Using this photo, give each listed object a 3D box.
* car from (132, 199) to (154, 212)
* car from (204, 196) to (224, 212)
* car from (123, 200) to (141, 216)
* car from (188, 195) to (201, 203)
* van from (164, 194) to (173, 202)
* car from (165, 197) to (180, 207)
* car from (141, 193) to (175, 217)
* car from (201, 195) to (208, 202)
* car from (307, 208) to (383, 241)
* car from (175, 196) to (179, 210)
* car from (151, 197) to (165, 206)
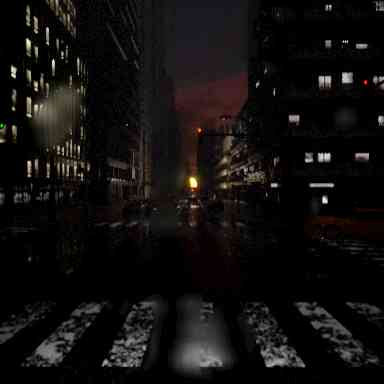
[{"bbox_3d":[-5.631,1.537,38.638,1.947,1.339,4.313,-1,0,0],"label":"car"},{"bbox_3d":[2.749,1.522,38.622,2.008,1.369,4.403,-1,0,0],"label":"car"},{"bbox_3d":[-5.642,1.500,32.814,1.752,1.417,4.829,-1,0,0],"label":"car"},{"bbox_3d":[0.192,1.454,70.928,2.128,1.511,4.902,0,0,0],"label":"car"},{"bbox_3d":[-5.558,1.285,78.221,1.690,1.788,3.998,-1,0,0],"label":"van"},{"bbox_3d":[-2.990,1.509,52.138,2.033,1.411,5.357,0,0,0],"label":"car"},{"bbox_3d":[-3.045,1.198,31.115,2.150,2.045,5.566,0,0,0],"label":"car"},{"bbox_3d":[2.813,1.388,72.550,1.967,1.590,4.097,-1,0,0],"label":"car"},{"bbox_3d":[8.178,1.512,16.000,5.008,1.535,1.882,1,1,7],"label":"car"},{"bbox_3d":[-3.017,1.190,41.593,2.150,2.045,5.566,0,0,0],"label":"car"},{"bbox_3d":[-5.598,1.504,55.602,1.887,1.381,4.507,-1,0,0],"label":"car"}]
